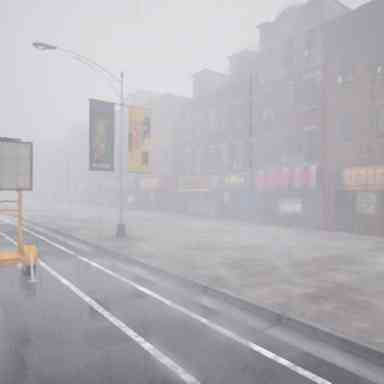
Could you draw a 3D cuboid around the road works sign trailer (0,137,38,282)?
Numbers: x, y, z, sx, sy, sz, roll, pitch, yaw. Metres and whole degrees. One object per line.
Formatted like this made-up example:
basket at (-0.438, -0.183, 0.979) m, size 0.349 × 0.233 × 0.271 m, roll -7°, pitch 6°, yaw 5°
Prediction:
road works sign trailer at (-5.433, 0.354, 8.516) m, size 2.380 × 3.560 × 2.880 m, roll 1°, pitch 0°, yaw -37°
